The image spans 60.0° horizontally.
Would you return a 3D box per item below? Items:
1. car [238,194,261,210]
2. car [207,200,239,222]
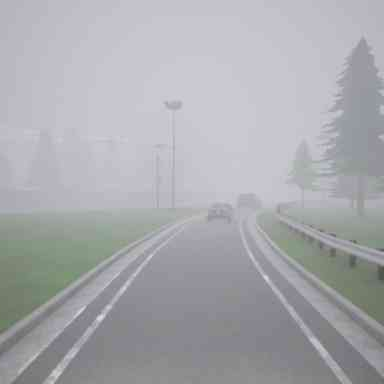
[{"bbox_3d":[7.380,1.220,42.727,2.150,2.045,5.566,0,0,23],"label":"car"},{"bbox_3d":[2.361,1.541,26.576,2.033,1.411,5.357,0,0,11],"label":"car"}]
